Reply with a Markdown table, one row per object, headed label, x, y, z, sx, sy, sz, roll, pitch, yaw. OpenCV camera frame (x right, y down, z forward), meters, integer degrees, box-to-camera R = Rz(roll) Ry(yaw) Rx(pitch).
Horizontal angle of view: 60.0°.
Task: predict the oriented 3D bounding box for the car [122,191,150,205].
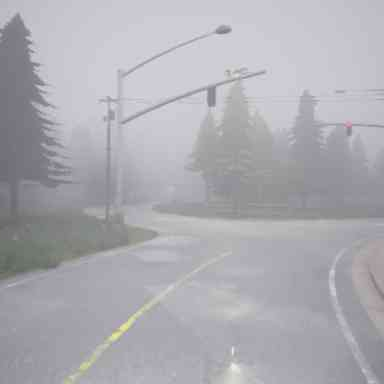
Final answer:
| label | x | y | z | sx | sy | sz | roll | pitch | yaw |
| --- | --- | --- | --- | --- | --- | --- | --- | --- | --- |
| car | -8.265 | 0.829 | 49.515 | 2.150 | 2.045 | 5.566 | 1 | 0 | 19 |
